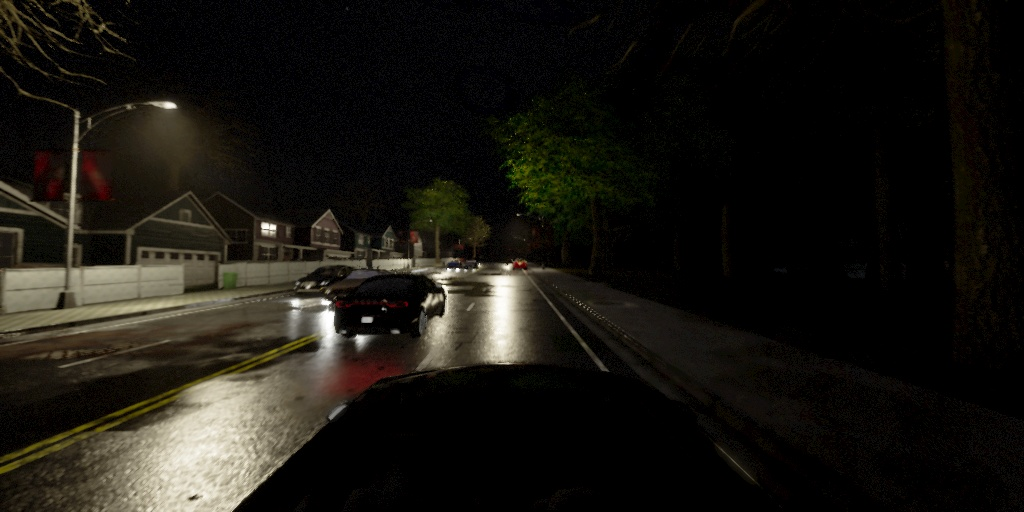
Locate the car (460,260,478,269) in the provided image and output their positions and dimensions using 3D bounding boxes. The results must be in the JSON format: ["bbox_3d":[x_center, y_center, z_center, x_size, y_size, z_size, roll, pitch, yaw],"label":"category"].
[{"bbox_3d":[-6.550,1.358,57.349,2.033,1.411,5.357,0,0,1],"label":"car"}]

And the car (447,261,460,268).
[{"bbox_3d":[-9.781,1.423,61.374,1.895,1.301,4.718,0,0,1],"label":"car"}]

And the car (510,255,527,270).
[{"bbox_3d":[1.134,1.147,52.092,2.097,1.767,4.553,0,0,0],"label":"car"}]

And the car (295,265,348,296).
[{"bbox_3d":[-9.849,1.265,19.741,1.837,1.490,4.892,0,0,0],"label":"car"}]

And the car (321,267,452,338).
[{"bbox_3d":[-3.148,1.234,10.269,1.882,1.535,5.008,0,0,0],"label":"car"}]

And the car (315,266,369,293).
[{"bbox_3d":[-6.600,1.306,16.736,2.033,1.411,5.357,0,0,0],"label":"car"}]
